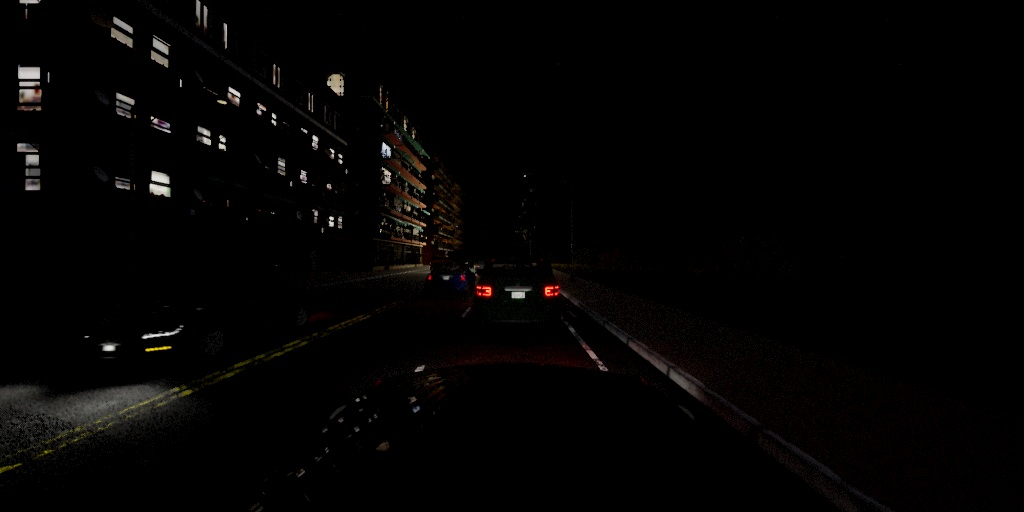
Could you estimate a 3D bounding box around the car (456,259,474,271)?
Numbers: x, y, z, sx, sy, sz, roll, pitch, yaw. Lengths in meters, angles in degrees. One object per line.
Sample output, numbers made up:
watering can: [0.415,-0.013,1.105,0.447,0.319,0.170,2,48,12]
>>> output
car: [-6.583,1.258,50.880,1.837,1.490,4.892,0,0,0]

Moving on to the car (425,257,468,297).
car: [-3.147,1.105,19.238,2.097,1.767,4.553,0,0,0]

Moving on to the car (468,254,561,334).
car: [0.103,0.973,10.755,2.150,2.045,5.566,0,0,-1]

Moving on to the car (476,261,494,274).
car: [-3.139,1.280,42.174,1.812,1.442,4.674,0,0,0]

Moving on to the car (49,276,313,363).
car: [-6.602,1.256,8.301,1.837,1.490,4.892,0,0,0]

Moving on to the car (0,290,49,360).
car: [-9.850,1.351,6.510,1.895,1.301,4.718,0,0,0]
